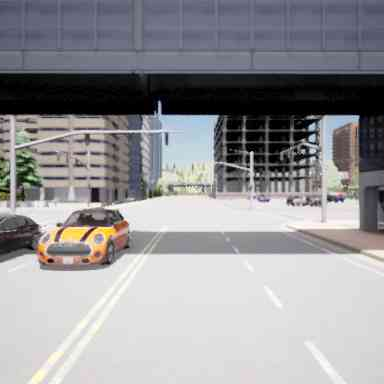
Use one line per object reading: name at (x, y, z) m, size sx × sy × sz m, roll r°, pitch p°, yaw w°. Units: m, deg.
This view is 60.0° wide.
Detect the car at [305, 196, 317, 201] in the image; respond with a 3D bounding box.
car at (30.804, 1.671, 86.233) m, size 1.784 × 1.438 × 3.905 m, roll 0°, pitch 0°, yaw 0°

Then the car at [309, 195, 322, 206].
car at (19.536, 1.348, 53.631) m, size 1.905 × 1.878 × 3.866 m, roll 0°, pitch 0°, yaw 0°

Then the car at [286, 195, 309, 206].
car at (16.642, 1.345, 53.676) m, size 1.932 × 1.855 × 4.605 m, roll 0°, pitch 0°, yaw 0°

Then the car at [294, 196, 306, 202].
car at (27.909, 1.703, 86.225) m, size 1.970 × 1.475 × 3.806 m, roll 0°, pitch 0°, yaw 0°

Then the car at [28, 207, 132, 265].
car at (-3.537, 1.394, 11.761) m, size 2.097 × 1.767 × 4.553 m, roll 0°, pitch 0°, yaw 0°

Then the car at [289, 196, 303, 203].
car at (22.188, 1.649, 71.105) m, size 1.970 × 1.475 × 3.806 m, roll 0°, pitch 0°, yaw 0°

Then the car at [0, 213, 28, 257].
car at (-7.037, 1.548, 11.664) m, size 1.837 × 1.490 × 4.892 m, roll 0°, pitch -1°, yaw 0°

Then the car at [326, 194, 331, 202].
car at (33.488, 1.461, 86.293) m, size 1.932 × 1.855 × 4.605 m, roll 0°, pitch 0°, yaw 0°
